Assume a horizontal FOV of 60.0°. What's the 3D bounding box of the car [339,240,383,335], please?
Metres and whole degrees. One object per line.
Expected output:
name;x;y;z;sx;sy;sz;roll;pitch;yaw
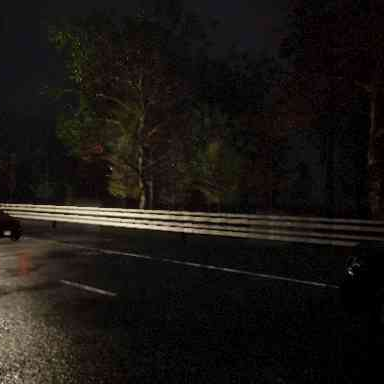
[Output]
car;5.124;1.222;4.641;5.566;2.045;2.150;0;0;35

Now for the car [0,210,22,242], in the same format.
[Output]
car;-9.547;1.520;15.198;4.674;1.442;1.812;0;0;36
